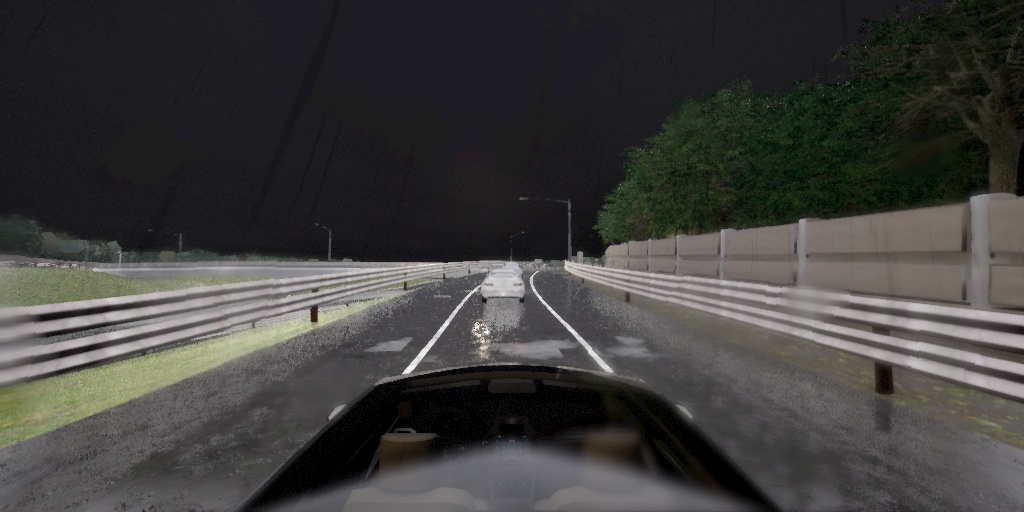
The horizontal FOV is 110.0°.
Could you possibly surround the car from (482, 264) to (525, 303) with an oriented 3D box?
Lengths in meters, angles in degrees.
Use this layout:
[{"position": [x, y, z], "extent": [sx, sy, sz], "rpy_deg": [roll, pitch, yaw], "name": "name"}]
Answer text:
[{"position": [-0.398, 1.291, 16.600], "extent": [1.812, 1.442, 4.674], "rpy_deg": [0, 0, -1], "name": "car"}]
